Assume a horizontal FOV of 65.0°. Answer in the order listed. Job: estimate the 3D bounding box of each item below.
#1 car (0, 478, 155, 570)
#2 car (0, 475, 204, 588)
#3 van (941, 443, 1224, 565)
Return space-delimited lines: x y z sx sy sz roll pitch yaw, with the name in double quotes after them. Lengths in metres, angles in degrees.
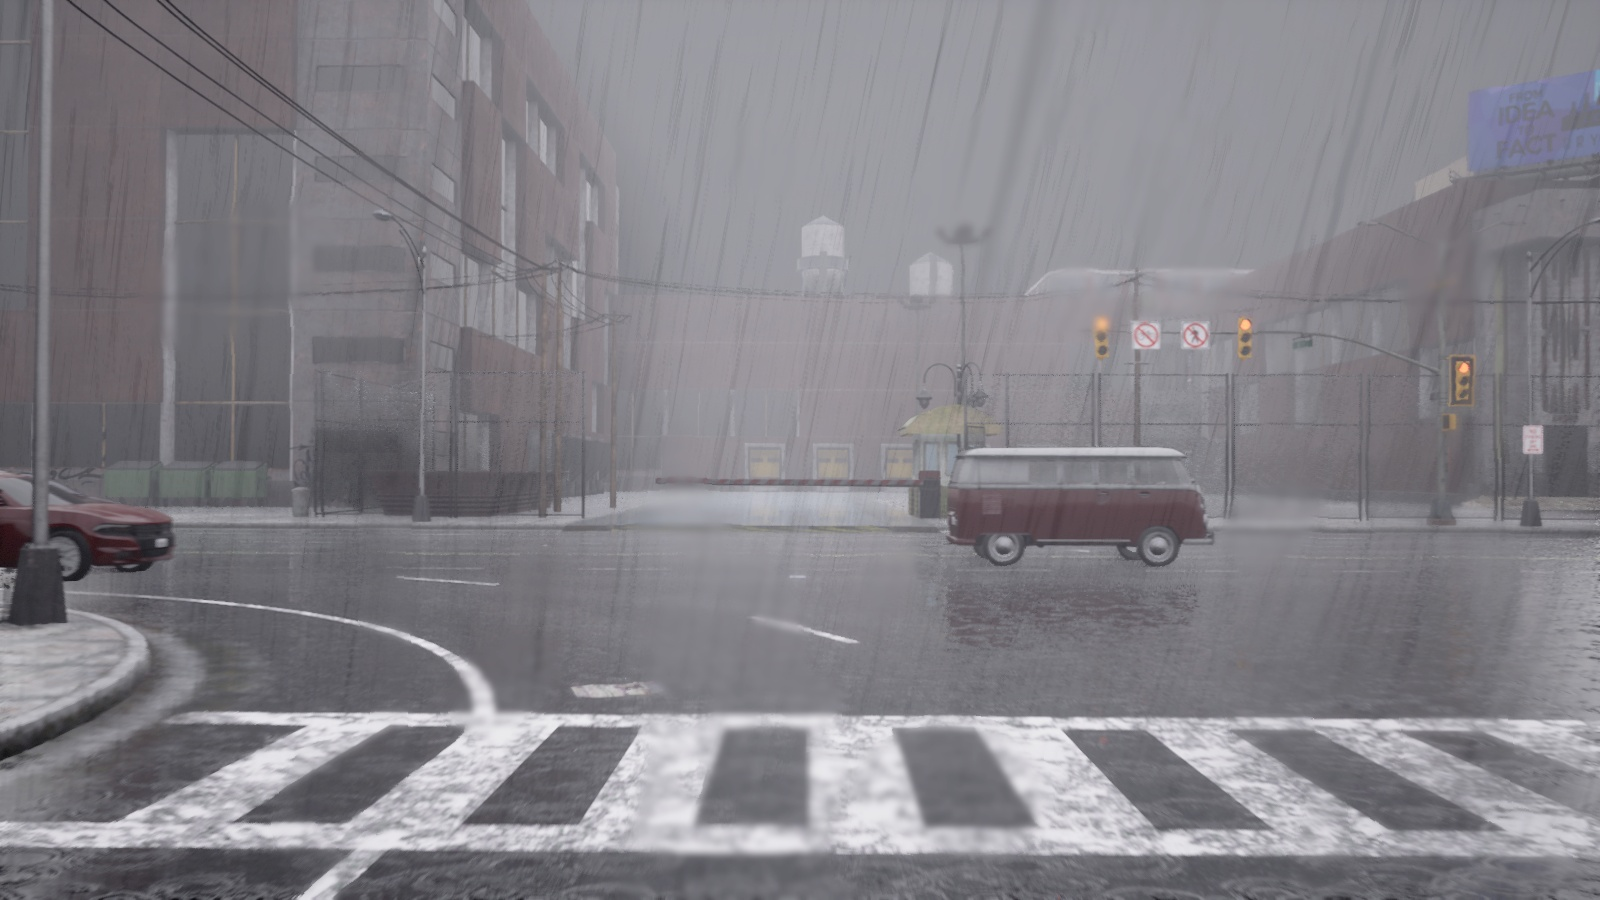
-13.456 1.247 21.742 3.633 1.501 1.845 0 -1 1 "car"
-11.575 1.143 18.181 5.008 1.535 1.882 0 -1 2 "car"
4.750 0.909 21.574 4.442 1.987 1.775 0 -1 1 "van"
